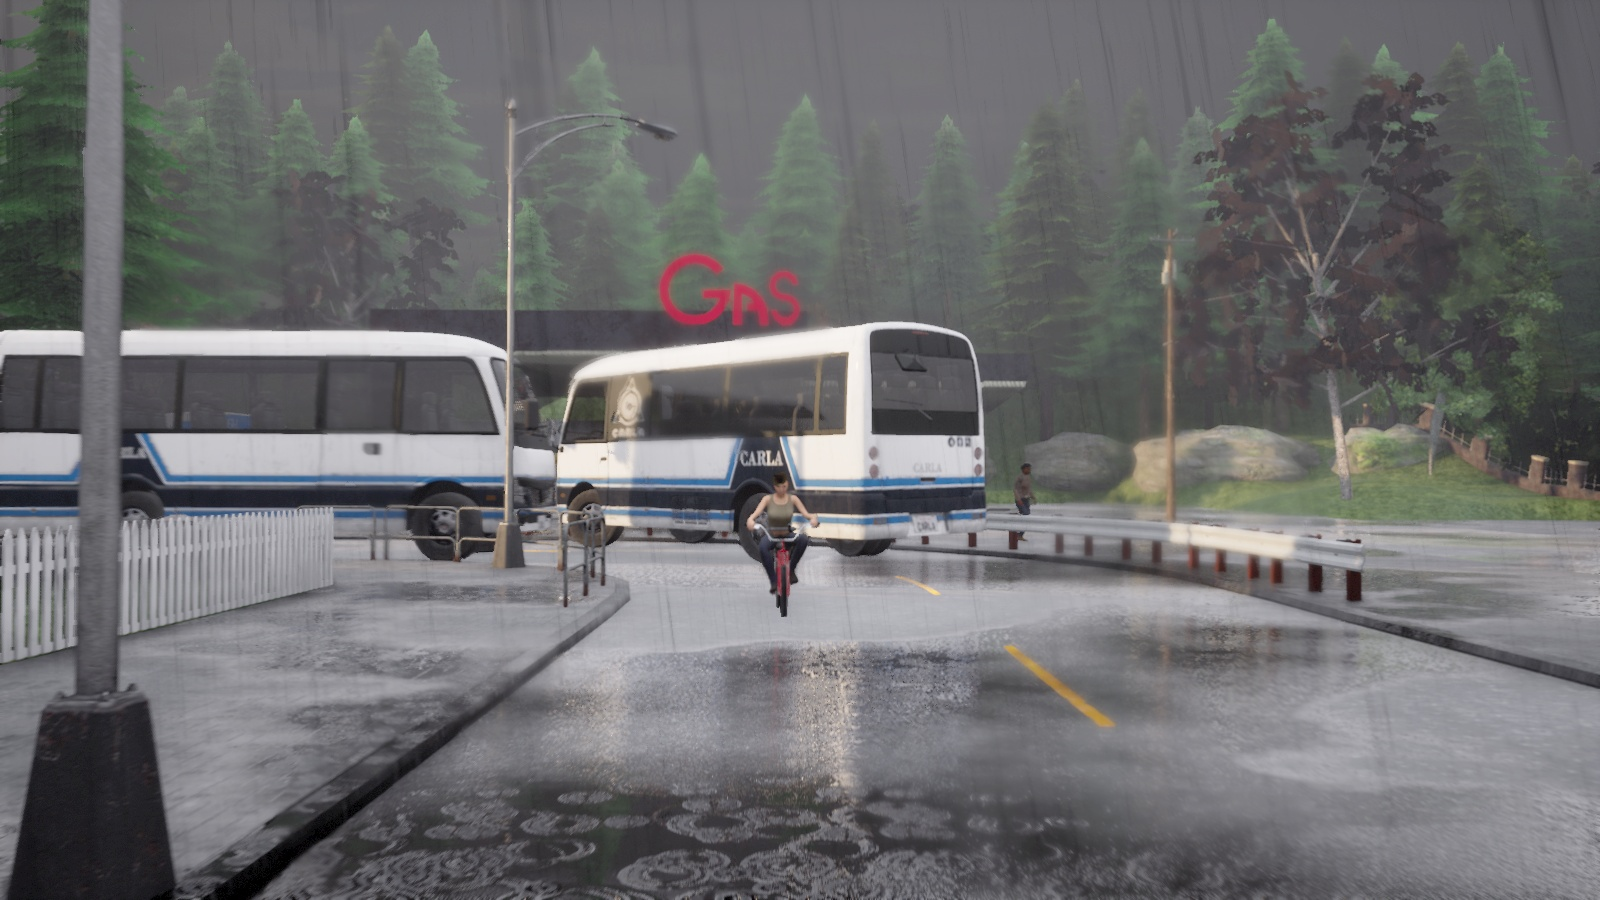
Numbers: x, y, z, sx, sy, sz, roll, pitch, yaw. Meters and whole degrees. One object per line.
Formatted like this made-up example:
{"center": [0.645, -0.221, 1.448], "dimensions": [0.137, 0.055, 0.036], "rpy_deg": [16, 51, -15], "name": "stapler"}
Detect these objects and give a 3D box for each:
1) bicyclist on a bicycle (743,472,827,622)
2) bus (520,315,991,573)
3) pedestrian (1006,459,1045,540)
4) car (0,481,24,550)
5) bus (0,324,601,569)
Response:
{"center": [-0.194, 1.061, 14.352], "dimensions": [0.866, 1.612, 1.509], "rpy_deg": [0, -1, -4], "name": "bicyclist on a bicycle"}
{"center": [-1.389, -0.008, 25.831], "dimensions": [3.944, 4.253, 10.273], "rpy_deg": [0, -1, -42], "name": "bus"}
{"center": [5.100, 1.109, 28.428], "dimensions": [0.328, 1.805, 0.869], "rpy_deg": [1, -2, -39], "name": "pedestrian"}
{"center": [-20.354, 1.468, 27.917], "dimensions": [5.008, 1.535, 1.882], "rpy_deg": [0, -1, 0], "name": "car"}
{"center": [-9.255, -0.013, 23.964], "dimensions": [10.273, 4.253, 3.944], "rpy_deg": [0, -1, 0], "name": "bus"}
